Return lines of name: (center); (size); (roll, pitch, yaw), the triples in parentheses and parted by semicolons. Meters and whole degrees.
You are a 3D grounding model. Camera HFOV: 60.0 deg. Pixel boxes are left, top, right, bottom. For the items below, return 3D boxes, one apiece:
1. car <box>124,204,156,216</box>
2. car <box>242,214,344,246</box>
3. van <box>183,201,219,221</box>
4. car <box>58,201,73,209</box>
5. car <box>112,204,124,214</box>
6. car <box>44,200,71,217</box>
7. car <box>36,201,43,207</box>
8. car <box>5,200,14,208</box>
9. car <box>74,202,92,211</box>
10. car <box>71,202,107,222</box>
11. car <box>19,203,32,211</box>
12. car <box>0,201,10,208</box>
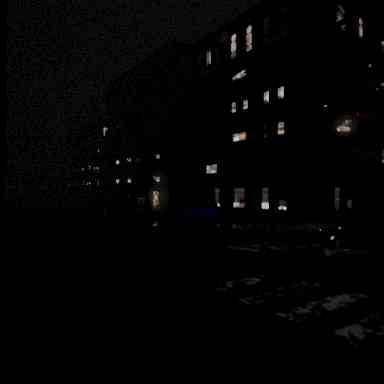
car: (-6.093, 2.104, 40.487); (1.752, 1.417, 4.829); (-1, 0, -36)
car: (4.666, 1.717, 15.938); (1.895, 1.301, 4.718); (0, -2, -36)
van: (0.745, 1.732, 31.300); (1.690, 1.788, 3.998); (-1, 0, -36)
car: (-25.809, 2.577, 67.797); (1.967, 1.590, 4.097); (-1, 0, -36)
car: (-9.295, 2.235, 44.923); (1.947, 1.339, 4.313); (-1, 0, -36)
car: (-16.038, 2.084, 40.058); (1.967, 1.590, 4.097); (-1, 0, -36)
car: (-39.016, 3.080, 86.094); (1.947, 1.339, 4.313); (-1, 0, -36)
car: (-42.460, 2.709, 76.656); (2.192, 1.841, 5.009); (-1, 0, -36)
car: (-19.302, 2.478, 58.785); (1.752, 1.417, 4.829); (-1, 0, -36)
car: (-9.434, 1.898, 30.909); (1.967, 1.590, 4.097); (-1, 0, -36)
car: (-29.147, 2.541, 58.218); (1.752, 1.417, 4.829); (-1, 0, -36)
car: (-45.659, 3.011, 81.090); (1.752, 1.417, 4.829); (-1, 0, -36)
